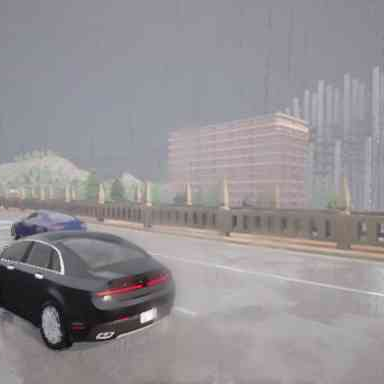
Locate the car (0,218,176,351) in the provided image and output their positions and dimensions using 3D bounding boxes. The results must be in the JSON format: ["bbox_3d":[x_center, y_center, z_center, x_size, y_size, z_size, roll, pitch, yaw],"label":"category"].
[{"bbox_3d":[-2.466,1.492,6.266,4.892,1.490,1.837,0,0,40],"label":"car"}]

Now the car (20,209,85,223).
[{"bbox_3d":[-6.294,1.491,14.592,4.674,1.442,1.812,0,0,44],"label":"car"}]
